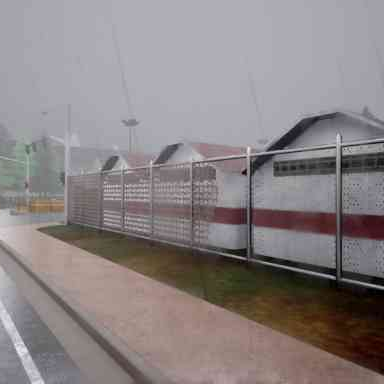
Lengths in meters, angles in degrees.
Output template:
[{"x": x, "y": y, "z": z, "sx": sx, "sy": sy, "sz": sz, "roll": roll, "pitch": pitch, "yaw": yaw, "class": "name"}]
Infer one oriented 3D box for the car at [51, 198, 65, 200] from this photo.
[{"x": -17.132, "y": 1.505, "z": 42.327, "sx": 4.892, "sy": 1.490, "sz": 1.837, "roll": 0, "pitch": 0, "yaw": -38, "class": "car"}]
